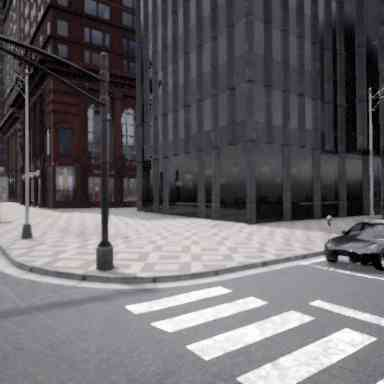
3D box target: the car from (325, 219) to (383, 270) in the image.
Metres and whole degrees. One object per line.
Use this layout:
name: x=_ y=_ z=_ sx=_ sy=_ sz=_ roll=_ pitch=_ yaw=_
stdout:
car: x=6.261 y=1.613 z=11.114 sx=4.313 sy=1.339 sz=1.947 roll=0 pitch=-1 yaw=-35

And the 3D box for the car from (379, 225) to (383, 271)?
car: x=6.886 y=1.534 z=8.339 sx=4.674 sy=1.442 sz=1.812 roll=0 pitch=-1 yaw=-34
